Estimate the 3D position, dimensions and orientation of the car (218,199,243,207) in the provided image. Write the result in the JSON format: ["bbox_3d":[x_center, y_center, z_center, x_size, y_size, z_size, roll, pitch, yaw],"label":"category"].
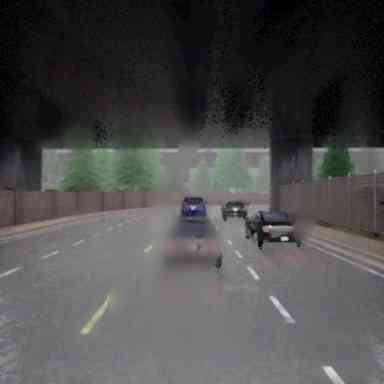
[{"bbox_3d":[7.031,1.961,60.455,4.181,1.385,1.994,0,0,-29],"label":"car"}]

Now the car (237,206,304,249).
[{"bbox_3d":[3.564,1.591,15.152,2.128,1.511,4.902,0,0,0],"label":"car"}]

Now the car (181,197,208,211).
[{"bbox_3d":[0.220,1.418,29.437,2.150,2.045,5.566,0,0,3],"label":"car"}]

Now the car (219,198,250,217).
[{"bbox_3d":[3.788,1.549,30.123,2.097,1.767,4.553,0,0,3],"label":"car"}]

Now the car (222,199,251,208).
[{"bbox_3d":[7.569,1.877,56.514,4.892,1.490,1.837,0,-1,-32],"label":"car"}]

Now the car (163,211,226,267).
[{"bbox_3d":[0.039,1.625,11.716,2.033,1.411,5.357,0,0,1],"label":"car"}]
